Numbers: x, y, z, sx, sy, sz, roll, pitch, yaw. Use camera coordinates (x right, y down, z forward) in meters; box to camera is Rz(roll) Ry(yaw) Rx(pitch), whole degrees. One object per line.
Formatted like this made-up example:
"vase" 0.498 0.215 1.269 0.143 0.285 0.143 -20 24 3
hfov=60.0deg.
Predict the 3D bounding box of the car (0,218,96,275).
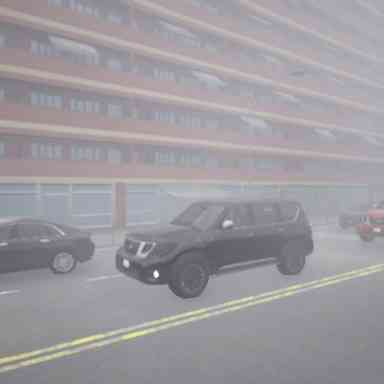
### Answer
"car" -5.125 1.499 8.953 4.892 1.490 1.837 0 0 -34

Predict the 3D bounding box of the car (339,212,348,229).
"car" 10.739 1.382 19.720 5.008 1.535 1.882 0 0 -34

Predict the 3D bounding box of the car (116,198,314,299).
"car" 0.855 1.195 8.785 5.566 2.045 2.150 0 0 -34

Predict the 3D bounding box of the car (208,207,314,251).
"car" 3.110 1.472 14.532 4.674 1.442 1.812 0 0 -34

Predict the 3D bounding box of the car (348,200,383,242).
"car" 9.620 1.144 14.735 5.566 2.045 2.150 0 0 -34
